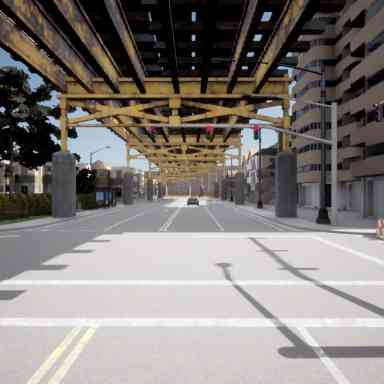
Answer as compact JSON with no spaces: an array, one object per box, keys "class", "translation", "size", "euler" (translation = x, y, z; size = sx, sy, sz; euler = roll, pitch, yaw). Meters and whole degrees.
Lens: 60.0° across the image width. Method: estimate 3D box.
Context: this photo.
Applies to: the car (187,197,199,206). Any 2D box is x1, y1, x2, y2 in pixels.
[{"class":"car","translation":[0.178,1.564,56.250],"size":[1.994,1.385,4.181],"euler":[0,0,0]}]
